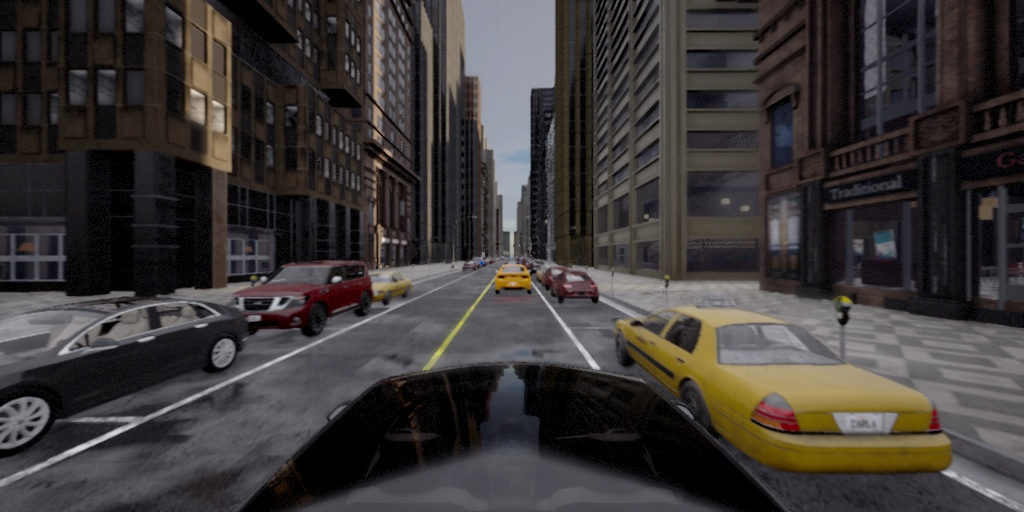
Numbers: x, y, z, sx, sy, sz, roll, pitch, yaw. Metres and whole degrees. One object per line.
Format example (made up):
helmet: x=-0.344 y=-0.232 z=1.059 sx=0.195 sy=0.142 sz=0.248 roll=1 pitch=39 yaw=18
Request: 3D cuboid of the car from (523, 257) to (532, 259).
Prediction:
car: x=2.705 y=1.177 z=49.903 sx=1.967 sy=1.591 sz=4.097 roll=0 pitch=0 yaw=0

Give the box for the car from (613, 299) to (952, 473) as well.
car: x=2.763 y=1.269 z=5.123 sx=1.751 sy=1.417 sz=4.829 roll=0 pitch=0 yaw=0

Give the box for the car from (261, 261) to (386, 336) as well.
car: x=-5.769 y=1.071 z=10.549 sx=2.192 sy=1.841 sz=5.009 roll=0 pitch=0 yaw=0

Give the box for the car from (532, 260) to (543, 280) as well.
car: x=2.734 y=1.260 z=27.598 sx=1.751 sy=1.417 sz=4.829 roll=0 pitch=0 yaw=0

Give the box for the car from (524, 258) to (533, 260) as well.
car: x=2.712 y=1.281 z=44.284 sx=1.888 sy=1.381 sz=4.507 roll=0 pitch=0 yaw=0

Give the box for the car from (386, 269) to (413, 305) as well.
car: x=-5.776 y=1.279 z=15.997 sx=1.751 sy=1.417 sz=4.829 roll=0 pitch=0 yaw=0

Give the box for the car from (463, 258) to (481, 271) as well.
car: x=-5.821 y=1.333 z=49.877 sx=1.802 sy=1.307 sz=4.207 roll=0 pitch=0 yaw=0

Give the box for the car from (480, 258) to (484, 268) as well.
car: x=-5.828 y=1.318 z=55.495 sx=1.948 sy=1.339 sz=4.313 roll=0 pitch=0 yaw=0

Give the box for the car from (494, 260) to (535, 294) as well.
car: x=0.067 y=1.219 z=20.476 sx=1.882 sy=1.535 sz=5.008 roll=0 pitch=0 yaw=0

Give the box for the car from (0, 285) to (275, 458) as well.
car: x=-5.762 y=1.309 z=4.930 sx=2.007 sy=1.370 sz=4.403 roll=0 pitch=0 yaw=0

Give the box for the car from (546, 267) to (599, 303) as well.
car: x=2.748 y=1.321 z=16.191 sx=1.802 sy=1.307 sz=4.207 roll=0 pitch=0 yaw=0

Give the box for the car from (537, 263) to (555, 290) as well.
car: x=2.741 y=1.318 z=21.809 sx=1.802 sy=1.307 sz=4.207 roll=0 pitch=0 yaw=0

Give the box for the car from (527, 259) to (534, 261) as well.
car: x=2.719 y=1.301 z=38.666 sx=1.948 sy=1.339 sz=4.313 roll=0 pitch=0 yaw=0

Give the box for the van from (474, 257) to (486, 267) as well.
van: x=-5.835 y=1.093 z=61.114 sx=1.690 sy=1.789 sz=3.998 roll=0 pitch=0 yaw=0

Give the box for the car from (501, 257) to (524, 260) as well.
car: x=0.048 y=1.218 z=39.355 sx=1.882 sy=1.535 sz=5.008 roll=0 pitch=0 yaw=0
